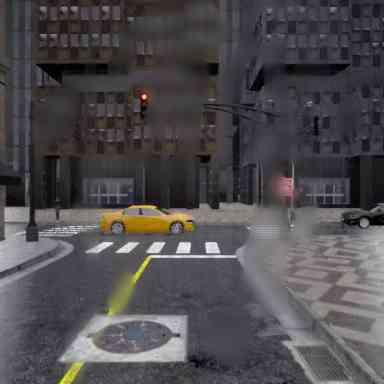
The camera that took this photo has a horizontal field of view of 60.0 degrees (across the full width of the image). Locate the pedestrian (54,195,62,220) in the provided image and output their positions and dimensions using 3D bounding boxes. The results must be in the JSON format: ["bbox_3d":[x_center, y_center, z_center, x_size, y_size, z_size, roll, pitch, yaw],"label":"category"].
[{"bbox_3d":[-9.815,1.152,24.321,0.375,1.860,0.375,0,0,1],"label":"pedestrian"}]

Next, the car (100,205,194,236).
[{"bbox_3d":[-2.373,1.477,17.995,5.008,1.535,1.882,0,0,1],"label":"car"}]

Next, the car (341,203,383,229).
[{"bbox_3d":[12.056,1.458,21.021,5.008,1.535,1.882,0,0,1],"label":"car"}]
